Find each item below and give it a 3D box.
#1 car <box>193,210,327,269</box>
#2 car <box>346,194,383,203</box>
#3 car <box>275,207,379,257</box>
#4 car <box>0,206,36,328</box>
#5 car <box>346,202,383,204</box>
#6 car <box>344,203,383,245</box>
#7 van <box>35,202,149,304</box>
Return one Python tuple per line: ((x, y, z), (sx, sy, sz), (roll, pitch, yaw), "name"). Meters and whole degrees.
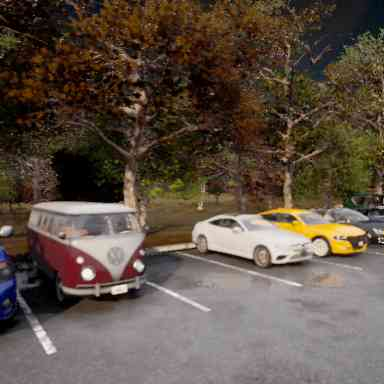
((1.834, 1.484, 11.353), (2.002, 1.452, 4.674), (0, 0, -35), "car")
((10.935, 1.133, 17.777), (2.435, 2.045, 5.566), (0, 0, -35), "car")
((4.103, 1.429, 12.968), (2.097, 1.535, 5.008), (0, 0, -35), "car")
((-4.962, 1.233, 6.491), (2.435, 2.045, 5.566), (0, 0, -35), "car")
((8.630, 1.429, 16.210), (2.163, 1.488, 4.792), (0, 0, -35), "car")
((6.374, 1.415, 14.581), (2.231, 1.521, 4.892), (0, 0, -35), "car")
((-2.639, 1.245, 8.031), (1.878, 1.987, 4.442), (0, 0, -35), "van")
